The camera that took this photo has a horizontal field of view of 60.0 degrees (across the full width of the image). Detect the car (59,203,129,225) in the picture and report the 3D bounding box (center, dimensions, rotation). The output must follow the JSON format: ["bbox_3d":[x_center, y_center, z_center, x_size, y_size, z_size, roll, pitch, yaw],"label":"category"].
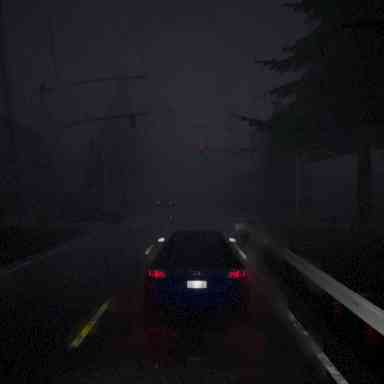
[{"bbox_3d":[-6.806,1.512,23.247,4.674,1.442,1.812,0,0,1],"label":"car"}]

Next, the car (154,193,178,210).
[{"bbox_3d":[-3.309,1.352,42.244,2.097,1.767,4.553,0,0,1],"label":"car"}]

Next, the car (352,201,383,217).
[{"bbox_3d":[15.461,1.489,26.657,4.892,1.490,1.837,0,0,0],"label":"car"}]

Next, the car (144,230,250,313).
[{"bbox_3d":[0.111,1.564,7.745,1.994,1.385,4.181,0,0,1],"label":"car"}]

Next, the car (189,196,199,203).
[{"bbox_3d":[0.444,1.525,66.310,1.812,1.442,4.674,0,0,0],"label":"car"}]
